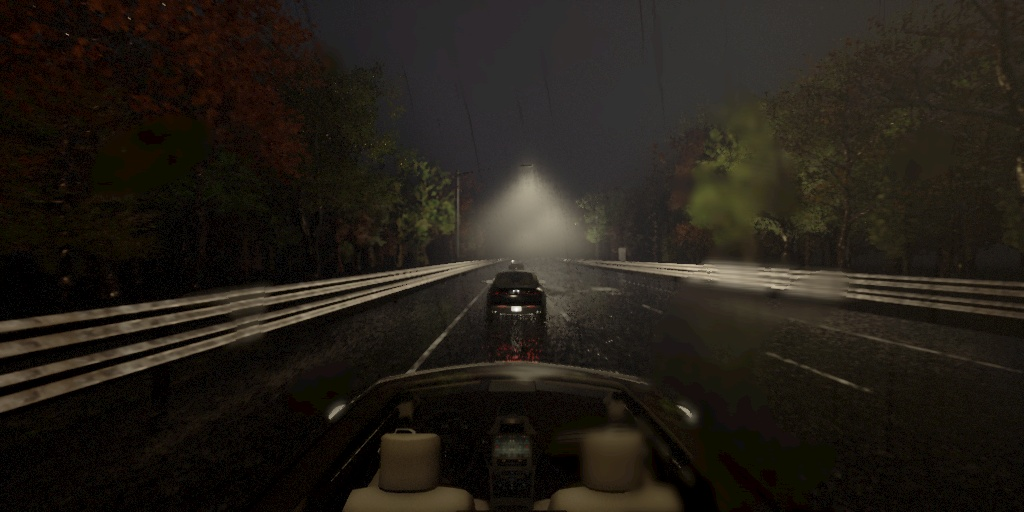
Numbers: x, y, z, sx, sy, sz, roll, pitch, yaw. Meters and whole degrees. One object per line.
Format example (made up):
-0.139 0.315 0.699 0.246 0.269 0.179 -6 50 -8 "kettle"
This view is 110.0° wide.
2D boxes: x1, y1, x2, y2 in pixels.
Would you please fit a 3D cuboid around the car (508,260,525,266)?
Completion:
0.553 1.226 44.343 2.128 1.511 4.902 0 0 1 "car"

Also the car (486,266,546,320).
0.140 1.251 12.593 1.837 1.490 4.892 0 0 0 "car"
